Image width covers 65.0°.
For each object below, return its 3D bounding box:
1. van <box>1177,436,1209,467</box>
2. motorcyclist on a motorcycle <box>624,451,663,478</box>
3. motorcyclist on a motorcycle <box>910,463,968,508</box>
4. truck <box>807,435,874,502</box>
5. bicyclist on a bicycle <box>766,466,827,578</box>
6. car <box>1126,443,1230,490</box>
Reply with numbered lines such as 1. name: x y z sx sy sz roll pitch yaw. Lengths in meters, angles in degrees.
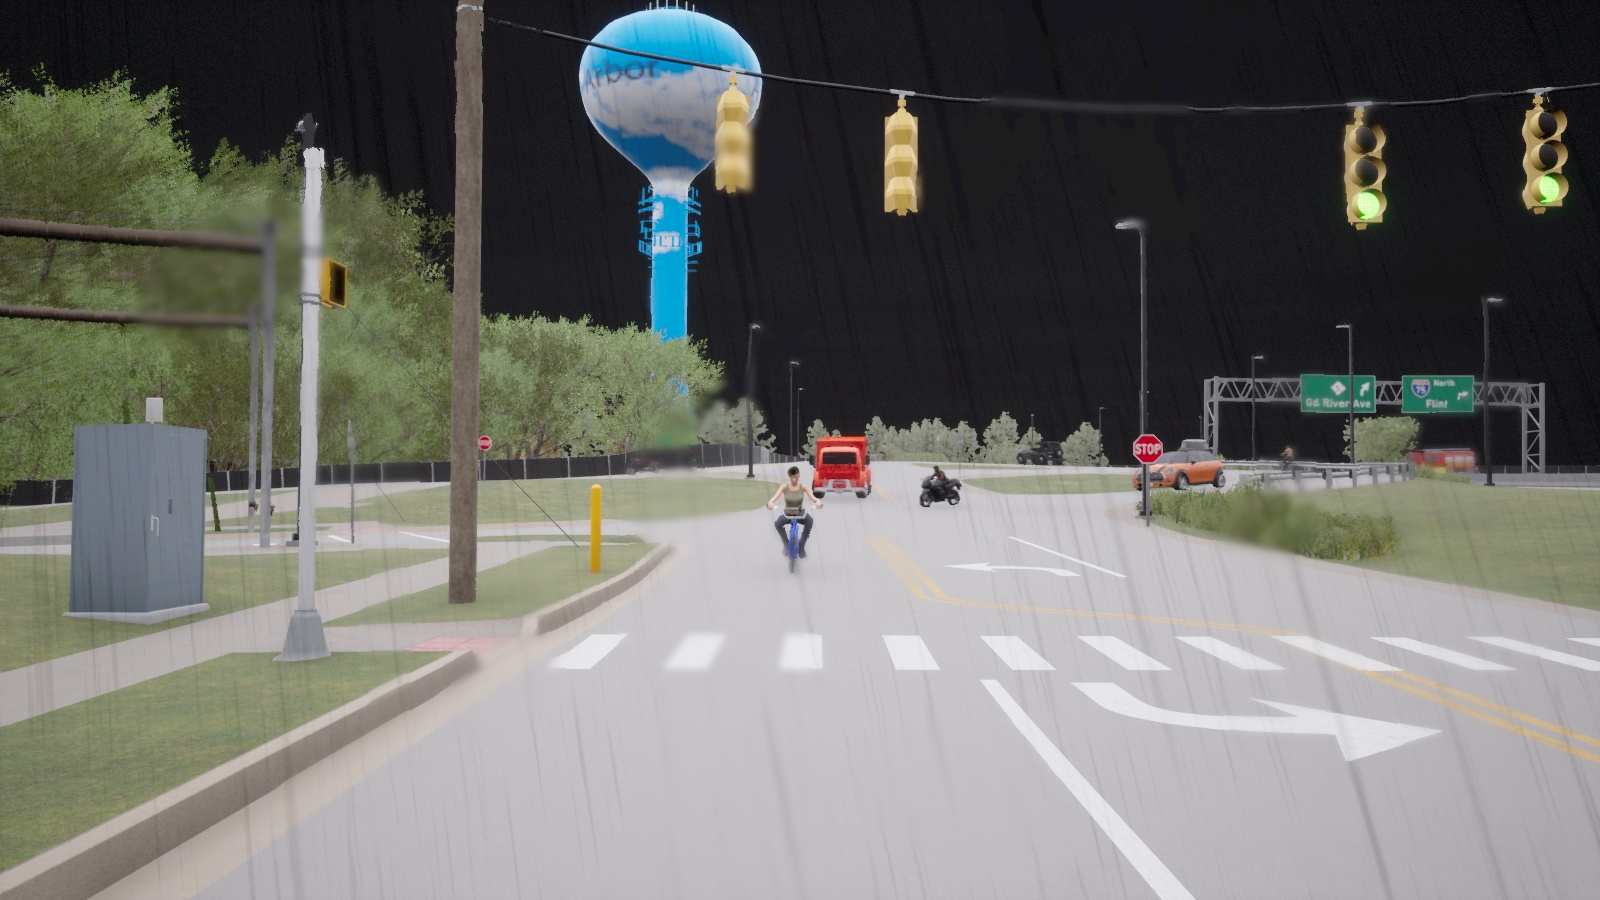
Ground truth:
1. van: 25.999 0.094 83.160 1.775 1.987 4.442 1 0 15
2. motorcyclist on a motorcycle: -10.050 0.931 80.635 2.350 1.649 0.766 -2 -2 -11
3. motorcyclist on a motorcycle: 5.040 1.265 45.380 2.044 1.523 0.797 -3 1 -38
4. truck: 1.802 0.715 53.868 2.627 2.467 5.204 -1 3 4
5. bicyclist on a bicycle: -0.070 1.051 18.942 0.866 1.612 1.509 0 -1 -1
6. car: 16.156 0.702 53.605 4.553 1.767 2.097 -2 -1 -41
